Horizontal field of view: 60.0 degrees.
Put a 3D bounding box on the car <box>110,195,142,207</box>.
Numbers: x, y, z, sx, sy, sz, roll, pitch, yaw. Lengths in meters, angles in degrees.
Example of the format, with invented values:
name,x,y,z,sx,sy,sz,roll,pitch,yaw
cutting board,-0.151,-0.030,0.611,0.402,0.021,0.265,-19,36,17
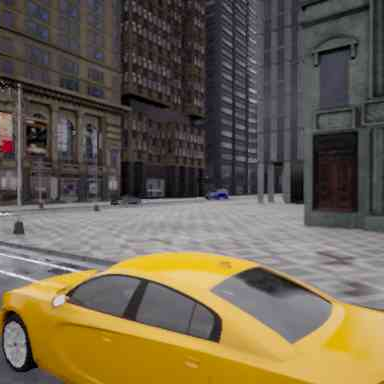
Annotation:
name,x,y,z,sx,sy,sz,roll,pitch,yaw
car,-8.326,1.108,42.004,1.994,1.385,4.181,0,1,36

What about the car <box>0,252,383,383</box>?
name,x,y,z,sx,sy,sz,roll,pitch,yaw
car,-0.337,1.476,3.924,5.008,1.535,1.882,0,0,35

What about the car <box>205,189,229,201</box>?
name,x,y,z,sx,sy,sz,roll,pitch,yaw
car,4.522,0.458,59.796,2.150,2.045,5.566,0,1,36
